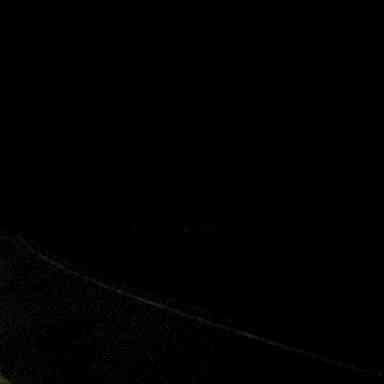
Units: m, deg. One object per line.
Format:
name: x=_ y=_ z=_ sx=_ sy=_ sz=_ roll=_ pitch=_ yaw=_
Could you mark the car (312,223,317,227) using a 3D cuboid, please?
car: x=30.450 y=8.148 z=83.678 sx=1.851 sy=1.617 sz=3.988 roll=-4 pitch=-4 yaw=-1
